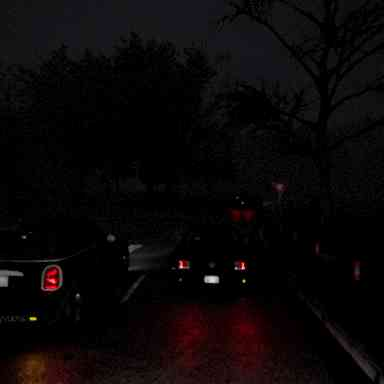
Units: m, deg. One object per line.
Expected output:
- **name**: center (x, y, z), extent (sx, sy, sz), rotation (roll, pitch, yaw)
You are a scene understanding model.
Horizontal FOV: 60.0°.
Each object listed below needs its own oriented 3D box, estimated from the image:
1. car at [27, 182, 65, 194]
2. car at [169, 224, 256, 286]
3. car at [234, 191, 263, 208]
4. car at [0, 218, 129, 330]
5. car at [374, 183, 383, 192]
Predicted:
- **car**: center (-23.806, -0.676, 54.343), extent (5.566, 2.045, 2.150), rotation (-2, 3, -33)
- **car**: center (0.582, 1.560, 9.369), extent (1.895, 1.301, 4.718), rotation (0, 1, 4)
- **car**: center (5.393, 0.646, 31.446), extent (2.128, 1.511, 4.902), rotation (1, 3, 23)
- **car**: center (-2.789, 1.332, 7.083), extent (2.097, 1.767, 4.553), rotation (0, 1, 3)
- **car**: center (34.288, -0.892, 58.241), extent (2.185, 1.767, 4.553), rotation (-1, 3, -16)
